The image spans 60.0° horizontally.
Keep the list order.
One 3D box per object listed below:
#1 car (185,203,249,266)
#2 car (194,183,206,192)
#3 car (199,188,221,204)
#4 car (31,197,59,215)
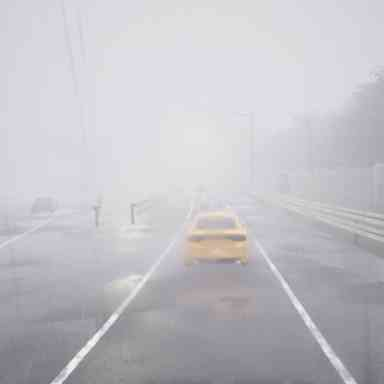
[{"bbox_3d":[0.831,1.422,11.486,1.882,1.535,5.008,-1,1,4],"label":"car"},{"bbox_3d":[1.474,-0.814,57.479,1.812,1.442,4.674,-1,4,-2],"label":"car"},{"bbox_3d":[1.754,0.728,31.056,1.812,1.442,4.674,-1,3,2],"label":"car"},{"bbox_3d":[-15.179,1.307,34.601,2.097,1.767,4.553,-1,1,-15],"label":"car"}]
